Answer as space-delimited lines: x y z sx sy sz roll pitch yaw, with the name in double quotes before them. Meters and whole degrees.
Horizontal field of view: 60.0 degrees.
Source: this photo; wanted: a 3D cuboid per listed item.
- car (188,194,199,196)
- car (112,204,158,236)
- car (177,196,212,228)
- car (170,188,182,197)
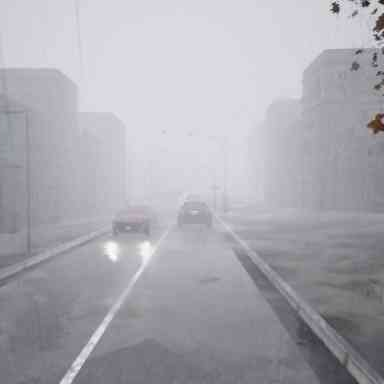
"car" 0.241 0.992 41.837 2.097 1.767 4.553 0 2 0
"car" -3.037 1.464 18.425 1.882 1.535 5.008 0 0 0
"car" 0.174 1.336 22.295 2.097 1.767 4.553 0 0 0
"car" -2.848 0.074 59.392 1.882 1.535 5.008 0 4 1
